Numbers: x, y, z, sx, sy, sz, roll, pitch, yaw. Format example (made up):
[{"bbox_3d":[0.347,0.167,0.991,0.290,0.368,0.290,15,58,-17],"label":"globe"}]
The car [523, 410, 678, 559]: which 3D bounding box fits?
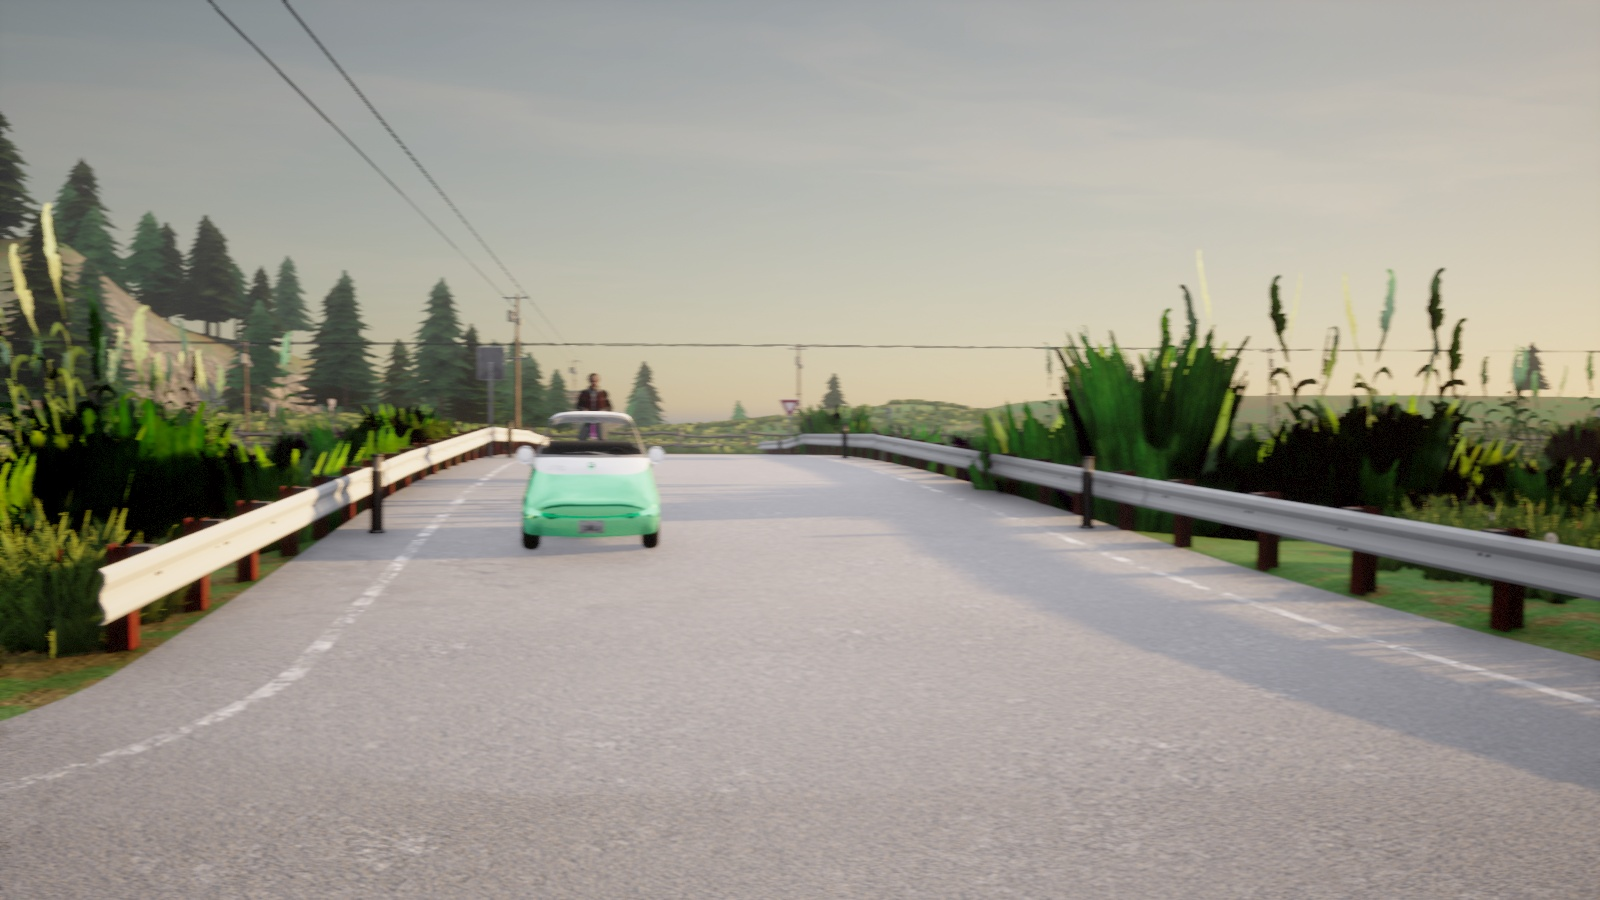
[{"bbox_3d":[-2.132,0.298,13.439,1.481,1.376,2.207,-1,4,-9],"label":"car"}]
